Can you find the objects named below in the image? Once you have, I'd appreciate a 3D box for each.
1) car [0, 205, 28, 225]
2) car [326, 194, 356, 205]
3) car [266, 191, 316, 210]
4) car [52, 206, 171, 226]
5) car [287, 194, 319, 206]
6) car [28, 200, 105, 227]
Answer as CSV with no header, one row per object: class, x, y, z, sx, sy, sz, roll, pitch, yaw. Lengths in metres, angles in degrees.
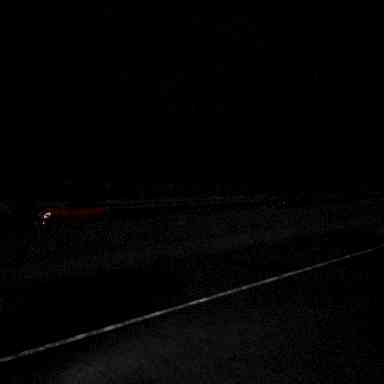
car,-11.581,1.561,22.177,5.357,1.411,2.033,-1,0,-41
car,20.060,1.037,44.572,5.357,1.411,2.033,-1,1,-40
car,9.224,0.958,30.732,5.566,2.045,2.150,-1,1,-40
car,-3.297,1.512,15.450,5.357,1.411,2.033,-1,0,-40
car,15.026,1.082,44.881,4.674,1.442,1.812,-1,1,-40
car,-7.481,1.329,21.083,4.553,1.767,2.097,-1,0,-40
